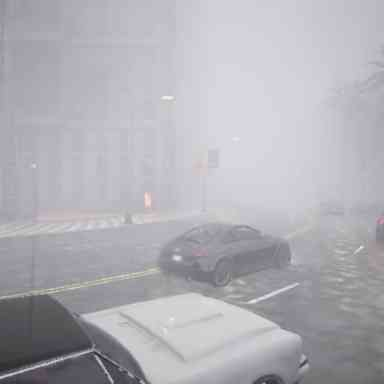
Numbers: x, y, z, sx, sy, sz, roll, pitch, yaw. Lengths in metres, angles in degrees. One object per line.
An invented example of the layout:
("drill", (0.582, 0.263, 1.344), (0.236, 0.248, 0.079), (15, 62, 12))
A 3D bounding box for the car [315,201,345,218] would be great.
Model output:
("car", (12.521, 1.532, 30.366), (2.033, 1.411, 5.357), (0, 0, 14))

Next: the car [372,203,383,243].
("car", (9.901, 1.346, 15.520), (2.097, 1.767, 4.553), (0, 0, 33))

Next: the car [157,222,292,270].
("car", (1.053, 1.558, 9.384), (4.181, 1.385, 1.994), (0, 0, -45))

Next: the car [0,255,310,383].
("car", (-1.166, 1.598, 2.670), (4.718, 1.301, 1.895), (0, 0, -36))

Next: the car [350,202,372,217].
("car", (16.170, 1.587, 31.020), (1.895, 1.301, 4.718), (0, 0, 13))
